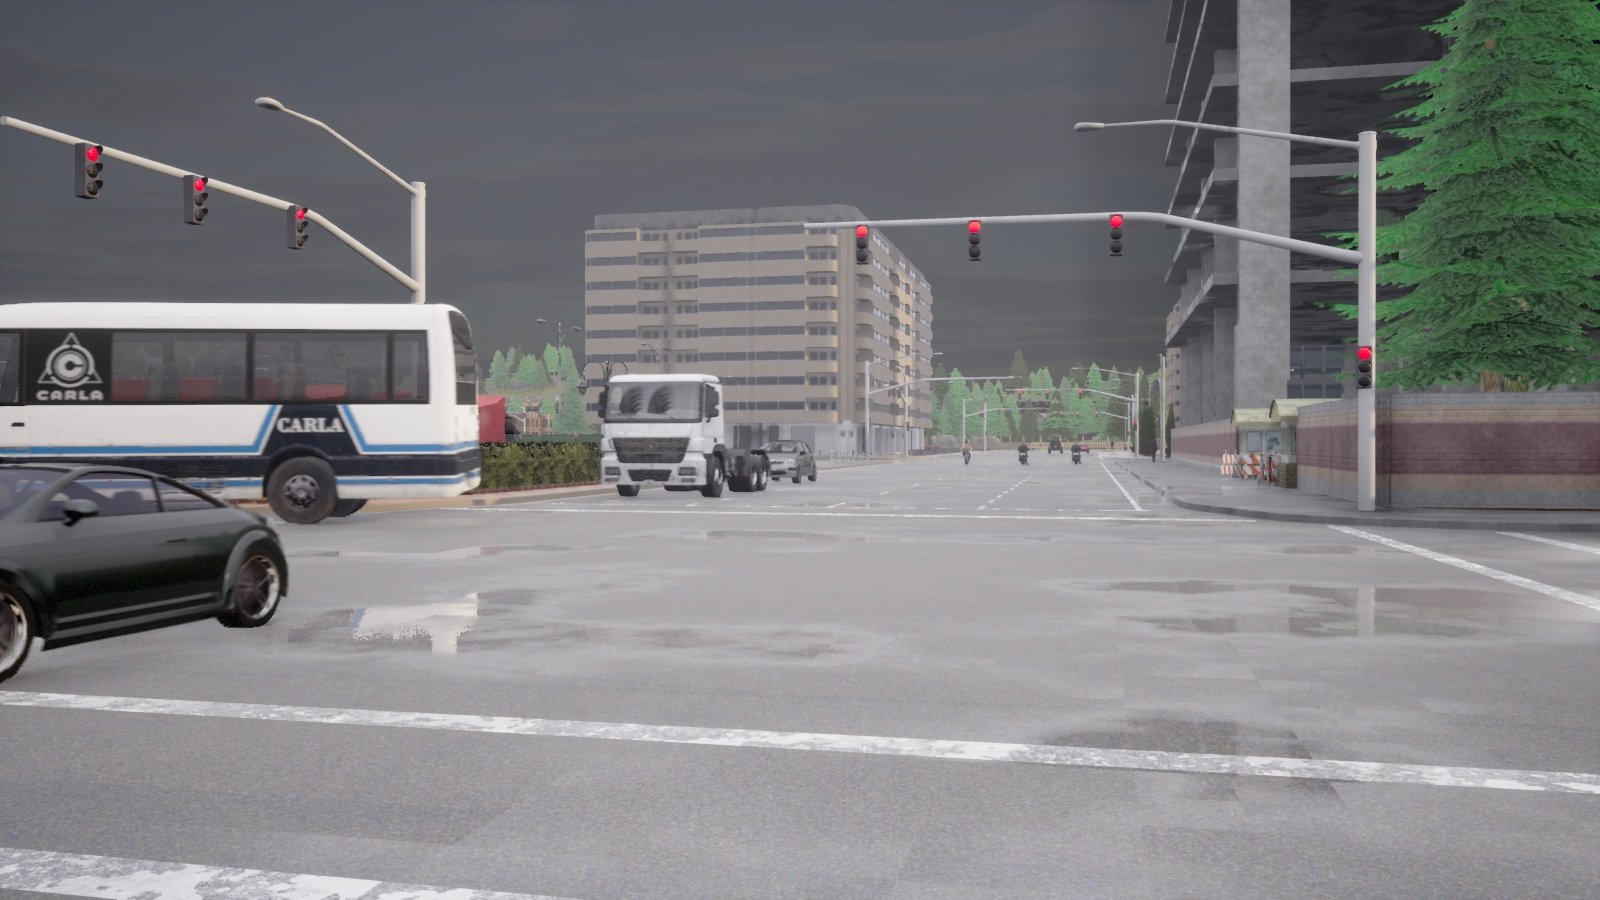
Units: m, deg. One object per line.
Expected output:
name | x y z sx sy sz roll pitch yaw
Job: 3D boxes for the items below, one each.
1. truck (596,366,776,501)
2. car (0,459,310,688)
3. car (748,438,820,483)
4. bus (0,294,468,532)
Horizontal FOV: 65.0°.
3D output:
truck | -3.062 -0.444 36.544 2.891 3.462 7.936 0 0 13
car | -5.689 0.779 9.091 1.994 1.385 4.181 0 0 13
car | -0.565 0.376 47.572 1.851 1.617 3.988 0 0 13
bus | -12.103 -0.736 24.583 10.273 4.253 3.944 0 2 -5
